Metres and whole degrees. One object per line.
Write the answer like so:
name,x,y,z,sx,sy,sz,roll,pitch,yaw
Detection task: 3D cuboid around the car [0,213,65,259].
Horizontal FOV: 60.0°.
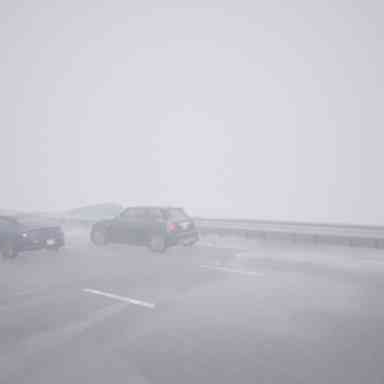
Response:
car,-6.708,1.506,12.385,4.674,1.442,1.812,0,0,32

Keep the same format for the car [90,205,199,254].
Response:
car,-2.042,1.323,13.594,4.553,1.767,2.097,0,0,33
